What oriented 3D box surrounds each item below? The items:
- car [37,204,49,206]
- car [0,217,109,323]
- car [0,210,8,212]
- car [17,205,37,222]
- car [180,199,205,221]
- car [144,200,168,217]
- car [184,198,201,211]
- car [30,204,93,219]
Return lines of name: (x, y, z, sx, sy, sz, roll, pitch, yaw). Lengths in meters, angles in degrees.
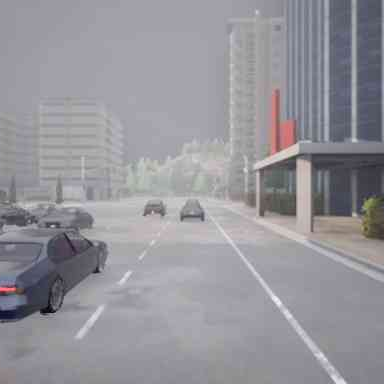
car: (-10.499, 1.555, 23.443, 1.994, 1.385, 4.181, 0, 0, 0)
car: (-3.399, 1.545, 7.515, 2.033, 1.411, 5.357, 0, 0, 0)
car: (-7.081, 1.349, 8.724, 2.097, 1.767, 4.553, 0, 0, 0)
car: (-10.499, 1.264, 18.010, 1.994, 1.385, 4.181, 0, 0, 0)
car: (0.029, 1.553, 27.521, 1.994, 1.385, 4.181, 0, 0, 0)
car: (-3.434, 1.495, 31.652, 1.837, 1.490, 4.892, 0, 1, 0)
car: (0.058, 1.531, 41.478, 2.033, 1.411, 5.357, 0, 0, 0)
car: (-7.001, 1.557, 18.770, 1.994, 1.385, 4.181, 0, 0, 1)
